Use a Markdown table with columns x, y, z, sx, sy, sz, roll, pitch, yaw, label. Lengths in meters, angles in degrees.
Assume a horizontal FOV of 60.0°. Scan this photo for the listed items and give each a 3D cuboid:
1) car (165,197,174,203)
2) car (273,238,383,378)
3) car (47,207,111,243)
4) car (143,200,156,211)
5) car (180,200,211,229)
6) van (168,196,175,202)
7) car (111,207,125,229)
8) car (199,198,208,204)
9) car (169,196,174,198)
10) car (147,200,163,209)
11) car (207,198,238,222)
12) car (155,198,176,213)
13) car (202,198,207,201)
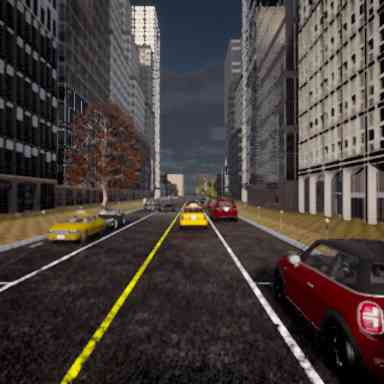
| x | y | z | sx | sy | sz | roll | pitch | yaw | label |
| --- | --- | --- | --- | --- | --- | --- | --- | --- | --- |
| -5.670 | 2.068 | 85.287 | 1.887 | 1.381 | 4.507 | 0 | 0 | 0 | car |
| 2.695 | 1.480 | 5.585 | 1.967 | 1.590 | 4.097 | 0 | 0 | 0 | car |
| -5.684 | 1.639 | 16.810 | 1.752 | 1.417 | 4.829 | 0 | 0 | 0 | car |
| -5.678 | 1.846 | 45.442 | 2.008 | 1.369 | 4.403 | 0 | 0 | 0 | car |
| 0.105 | 1.609 | 23.017 | 1.801 | 1.575 | 5.366 | 0 | -1 | 0 | car |
| -5.668 | 1.895 | 90.981 | 1.690 | 1.788 | 3.998 | 0 | 0 | 0 | van |
| -5.683 | 1.703 | 22.673 | 2.008 | 1.369 | 4.403 | 0 | 0 | 0 | car |
| 2.709 | 2.058 | 79.581 | 1.947 | 1.339 | 4.313 | 0 | 0 | 0 | car |
| -5.673 | 2.011 | 73.903 | 2.008 | 1.369 | 4.403 | 0 | 0 | 0 | car |
| -5.677 | 1.895 | 51.134 | 1.947 | 1.339 | 4.313 | 0 | 0 | 0 | car |
| 2.700 | 1.503 | 28.354 | 2.192 | 1.841 | 5.009 | 0 | 0 | 0 | car |
| -3.082 | 1.835 | 41.523 | 1.994 | 1.385 | 4.181 | 0 | 0 | 0 | car |
| 2.703 | 1.575 | 39.738 | 2.192 | 1.841 | 5.009 | 0 | 0 | 0 | car |
